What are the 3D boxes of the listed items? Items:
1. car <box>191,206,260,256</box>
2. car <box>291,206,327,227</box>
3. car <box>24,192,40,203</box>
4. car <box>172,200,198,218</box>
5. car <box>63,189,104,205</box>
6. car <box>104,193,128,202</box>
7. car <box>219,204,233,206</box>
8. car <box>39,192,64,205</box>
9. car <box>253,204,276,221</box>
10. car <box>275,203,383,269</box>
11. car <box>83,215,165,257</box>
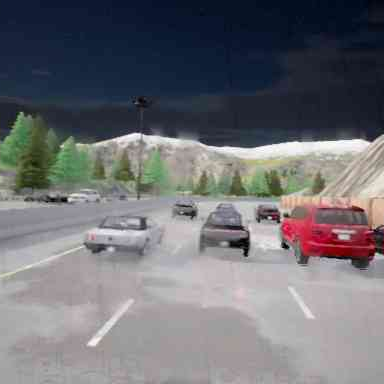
[{"bbox_3d":[1.358,1.560,13.684,2.128,1.511,4.902,3,0,6],"label":"car"},{"bbox_3d":[9.928,2.022,28.532,1.994,1.385,4.181,3,0,6],"label":"car"},{"bbox_3d":[-20.271,0.693,44.004,1.994,1.385,4.181,3,0,6],"label":"car"},{"bbox_3d":[-0.550,1.485,29.180,2.128,1.511,4.902,3,0,6],"label":"car"},{"bbox_3d":[-13.461,0.650,41.847,2.150,2.045,5.566,3,0,6],"label":"car"},{"bbox_3d":[-9.839,0.941,42.894,2.097,1.767,4.553,3,0,6],"label":"car"},{"bbox_3d":[2.982,1.714,29.349,1.994,1.385,4.181,3,0,6],"label":"car"},{"bbox_3d":[-16.931,0.876,42.416,1.895,1.301,4.718,3,0,6],"label":"car"},{"bbox_3d":[6.437,1.807,28.744,1.837,1.490,4.892,3,0,6],"label":"car"},{"bbox_3d":[4.758,1.438,12.450,2.150,2.045,5.566,3,0,6],"label":"car"},{"bbox_3d":[-2.279,1.507,12.587,1.895,1.301,4.718,3,0,6],"label":"car"}]
